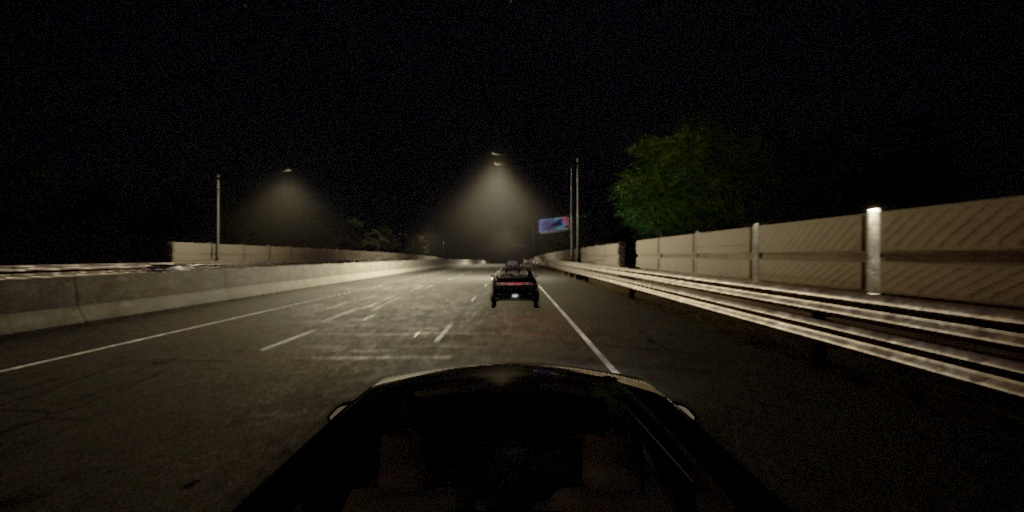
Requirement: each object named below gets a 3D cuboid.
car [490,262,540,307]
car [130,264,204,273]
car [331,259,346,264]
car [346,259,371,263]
[{"bbox_3d":[0.104,1.195,15.063,2.128,1.511,4.902,0,0,0],"label":"car"},{"bbox_3d":[-17.590,1.190,18.032,2.128,1.511,4.902,0,0,0],"label":"car"},{"bbox_3d":[-24.532,1.220,52.282,1.882,1.535,5.008,0,0,1],"label":"car"},{"bbox_3d":[-21.042,1.264,50.492,1.812,1.442,4.674,0,0,0],"label":"car"}]
